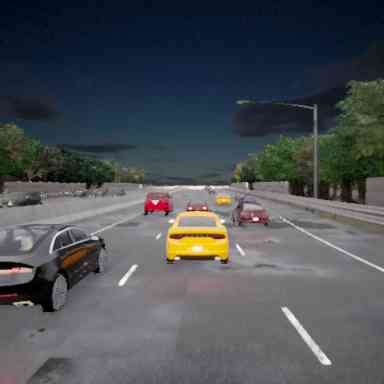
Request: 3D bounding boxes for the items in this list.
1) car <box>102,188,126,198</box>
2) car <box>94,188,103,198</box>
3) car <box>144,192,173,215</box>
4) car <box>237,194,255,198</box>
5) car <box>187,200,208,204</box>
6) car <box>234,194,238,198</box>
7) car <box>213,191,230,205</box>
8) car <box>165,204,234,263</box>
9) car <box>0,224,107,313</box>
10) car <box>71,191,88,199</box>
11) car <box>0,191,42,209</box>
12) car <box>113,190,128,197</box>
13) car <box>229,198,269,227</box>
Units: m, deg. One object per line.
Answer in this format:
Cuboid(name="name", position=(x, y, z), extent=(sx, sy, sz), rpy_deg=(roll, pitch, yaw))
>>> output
Cuboid(name="car", position=(-12.963, 0.530, 56.763), extent=(2.150, 2.045, 5.566), rpy_deg=(0, 1, 2))
Cuboid(name="car", position=(-19.514, 0.114, 72.464), extent=(2.150, 2.045, 5.566), rpy_deg=(0, 1, 1))
Cuboid(name="car", position=(-2.984, 0.987, 30.343), extent=(2.150, 2.045, 5.566), rpy_deg=(0, 1, 1))
Cuboid(name="car", position=(7.661, 1.097, 45.025), extent=(1.994, 1.385, 4.181), rpy_deg=(0, 1, 3))
Cuboid(name="car", position=(0.508, 1.369, 29.953), extent=(1.895, 1.301, 4.718), rpy_deg=(0, 1, 1))
Cuboid(name="car", position=(8.050, 0.932, 55.090), extent=(1.895, 1.301, 4.718), rpy_deg=(0, 1, 1))
Cuboid(name="car", position=(4.360, 0.962, 47.720), extent=(1.882, 1.535, 5.008), rpy_deg=(0, 1, 1))
Cuboid(name="car", position=(0.180, 1.427, 11.830), extent=(1.882, 1.535, 5.008), rpy_deg=(0, 0, 1))
Cuboid(name="car", position=(-3.358, 1.470, 7.610), extent=(2.128, 1.511, 4.902), rpy_deg=(0, 0, 0))
Cuboid(name="car", position=(-23.107, 0.568, 68.845), extent=(2.033, 1.411, 5.357), rpy_deg=(0, 1, 1))
Cuboid(name="car", position=(-17.114, 0.954, 33.291), extent=(2.150, 2.045, 5.566), rpy_deg=(0, 1, 2))
Cuboid(name="car", position=(-15.967, 0.364, 74.208), extent=(2.128, 1.511, 4.902), rpy_deg=(0, 1, 1))
Cuboid(name="car", position=(3.720, 1.388, 21.519), extent=(1.812, 1.442, 4.674), rpy_deg=(0, 1, 1))
